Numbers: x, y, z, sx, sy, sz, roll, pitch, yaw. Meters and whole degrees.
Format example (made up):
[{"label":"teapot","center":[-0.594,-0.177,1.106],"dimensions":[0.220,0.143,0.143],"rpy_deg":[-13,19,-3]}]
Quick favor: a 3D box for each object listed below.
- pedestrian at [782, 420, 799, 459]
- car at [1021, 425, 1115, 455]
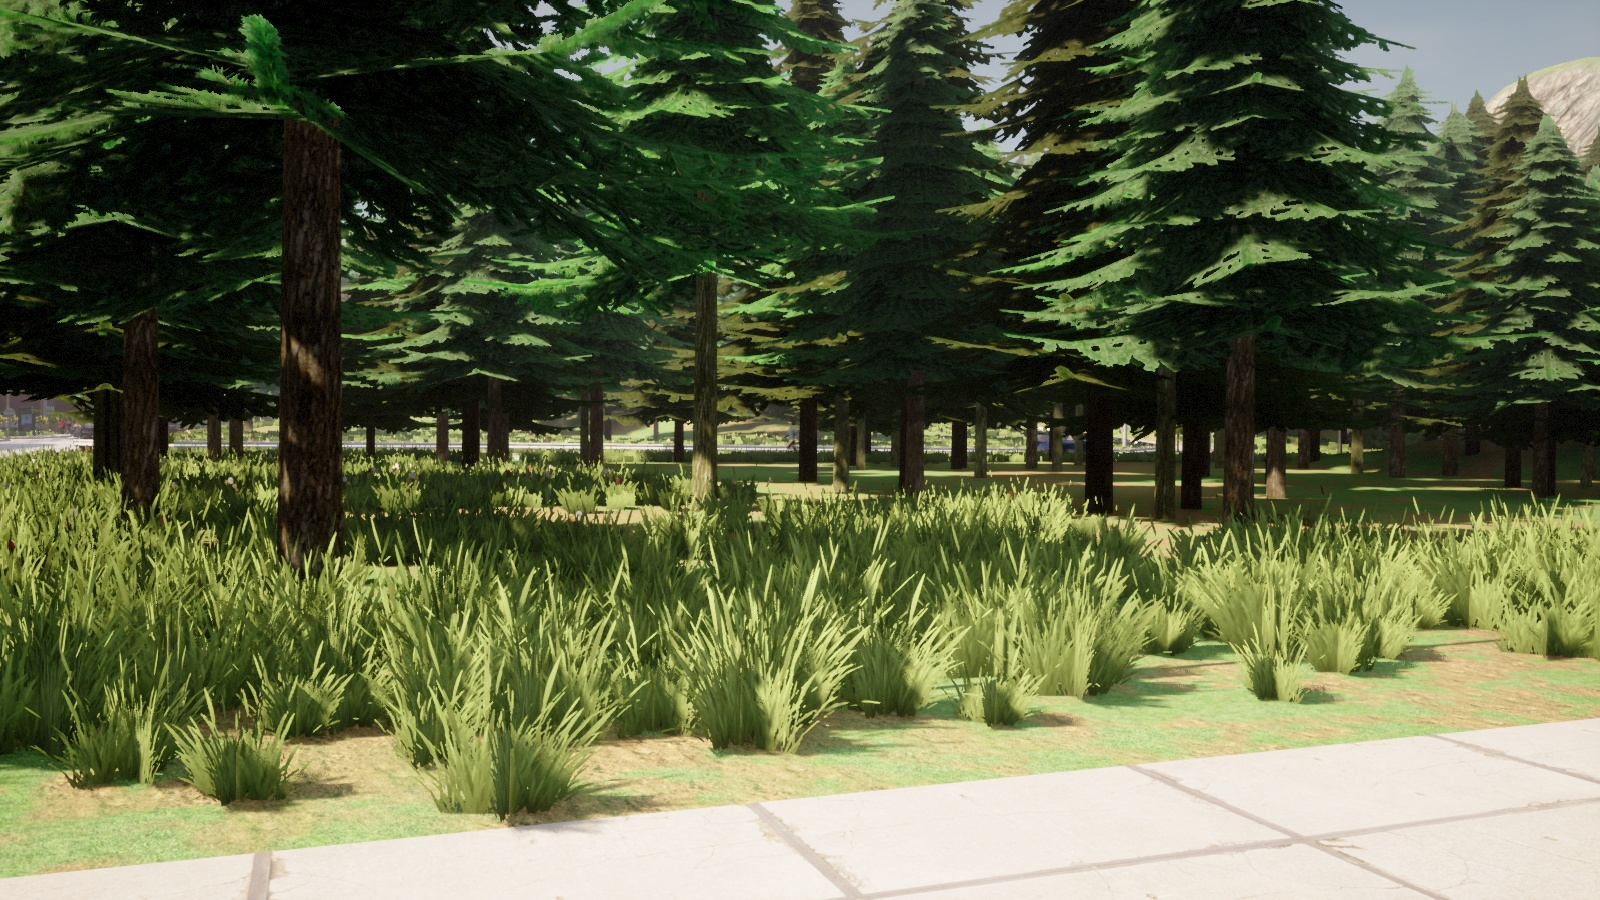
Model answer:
[{"label":"pedestrian","center":[-0.456,-0.501,59.895],"dimensions":[0.726,1.842,0.402],"rpy_deg":[-1,1,-22]},{"label":"car","center":[15.093,-0.577,70.702],"dimensions":[4.856,1.649,2.033],"rpy_deg":[-1,1,-22]}]
